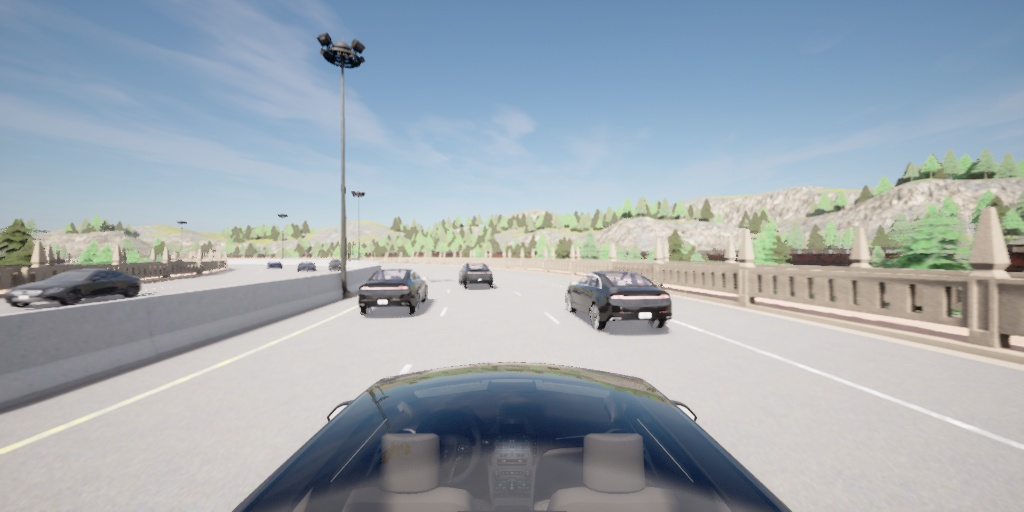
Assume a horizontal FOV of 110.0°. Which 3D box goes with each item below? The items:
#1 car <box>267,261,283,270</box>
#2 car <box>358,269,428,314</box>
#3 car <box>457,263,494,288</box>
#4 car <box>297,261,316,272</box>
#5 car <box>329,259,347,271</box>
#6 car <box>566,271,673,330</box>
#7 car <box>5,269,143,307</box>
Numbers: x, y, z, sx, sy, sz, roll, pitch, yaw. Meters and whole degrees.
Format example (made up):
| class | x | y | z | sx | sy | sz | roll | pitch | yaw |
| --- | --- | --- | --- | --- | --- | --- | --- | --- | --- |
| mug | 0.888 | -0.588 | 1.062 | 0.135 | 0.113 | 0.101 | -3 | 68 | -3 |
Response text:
| class | x | y | z | sx | sy | sz | roll | pitch | yaw |
| --- | --- | --- | --- | --- | --- | --- | --- | --- | --- |
| car | -35.679 | 1.343 | 53.992 | 1.895 | 1.301 | 4.718 | 0 | 0 | -37 |
| car | -4.361 | 1.222 | 13.657 | 2.128 | 1.511 | 4.902 | 0 | 0 | -7 |
| car | -2.417 | 1.181 | 23.219 | 2.128 | 1.511 | 4.902 | 0 | 0 | -13 |
| car | -25.734 | 1.290 | 45.028 | 1.994 | 1.385 | 4.181 | 0 | 0 | -29 |
| car | -23.417 | 1.211 | 48.085 | 1.837 | 1.490 | 4.892 | 0 | 0 | -30 |
| car | 2.971 | 1.197 | 10.938 | 2.128 | 1.511 | 4.902 | 0 | 0 | -5 |
| car | -19.006 | 1.317 | 15.938 | 1.812 | 1.442 | 4.674 | 0 | 0 | -11 |
